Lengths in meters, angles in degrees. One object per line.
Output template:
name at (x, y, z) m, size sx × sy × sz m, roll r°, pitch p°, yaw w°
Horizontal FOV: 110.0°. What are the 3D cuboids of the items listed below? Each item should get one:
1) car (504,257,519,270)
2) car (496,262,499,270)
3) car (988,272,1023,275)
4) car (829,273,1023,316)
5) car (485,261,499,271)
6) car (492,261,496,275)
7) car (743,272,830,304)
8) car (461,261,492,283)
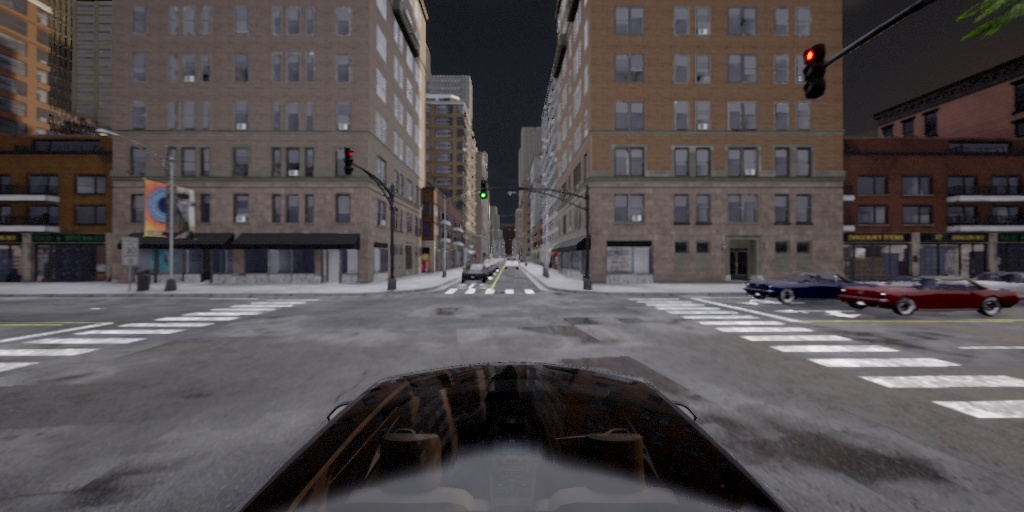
car at (-0.059, 1.151, 58.230) m, size 2.150 × 2.045 × 5.566 m, roll 0°, pitch 0°, yaw 0°
car at (-3.007, 1.418, 46.830) m, size 1.812 × 1.442 × 4.674 m, roll 0°, pitch 0°, yaw 0°
car at (22.362, 1.393, 16.244) m, size 4.718 × 1.301 × 1.895 m, roll 0°, pitch 0°, yaw -1°
car at (14.692, 1.380, 12.887) m, size 4.718 × 1.301 × 1.895 m, roll 0°, pitch 0°, yaw -1°
car at (-3.075, 1.448, 55.716) m, size 1.812 × 1.442 × 4.674 m, roll 0°, pitch 0°, yaw 0°
car at (-2.949, 1.392, 38.432) m, size 1.812 × 1.442 × 4.674 m, roll 0°, pitch 0°, yaw 0°
car at (13.192, 1.398, 16.118) m, size 4.718 × 1.301 × 1.895 m, roll 0°, pitch 0°, yaw -1°
car at (-2.906, 1.316, 29.100) m, size 1.882 × 1.535 × 5.008 m, roll 0°, pitch 0°, yaw 0°
